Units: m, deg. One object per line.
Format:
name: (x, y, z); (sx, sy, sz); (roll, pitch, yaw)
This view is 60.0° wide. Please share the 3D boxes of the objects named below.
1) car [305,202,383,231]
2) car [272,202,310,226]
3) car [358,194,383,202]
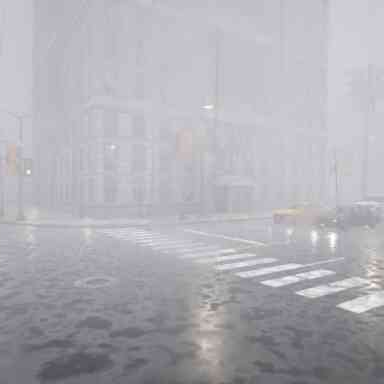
car: (9.823, 1.547, 20.915); (5.357, 1.411, 2.033); (0, 0, -34)
car: (7.880, 1.478, 23.822); (5.008, 1.535, 1.882); (0, 0, -34)
car: (16.333, 1.221, 29.492); (5.566, 2.045, 2.150); (0, 0, -34)
